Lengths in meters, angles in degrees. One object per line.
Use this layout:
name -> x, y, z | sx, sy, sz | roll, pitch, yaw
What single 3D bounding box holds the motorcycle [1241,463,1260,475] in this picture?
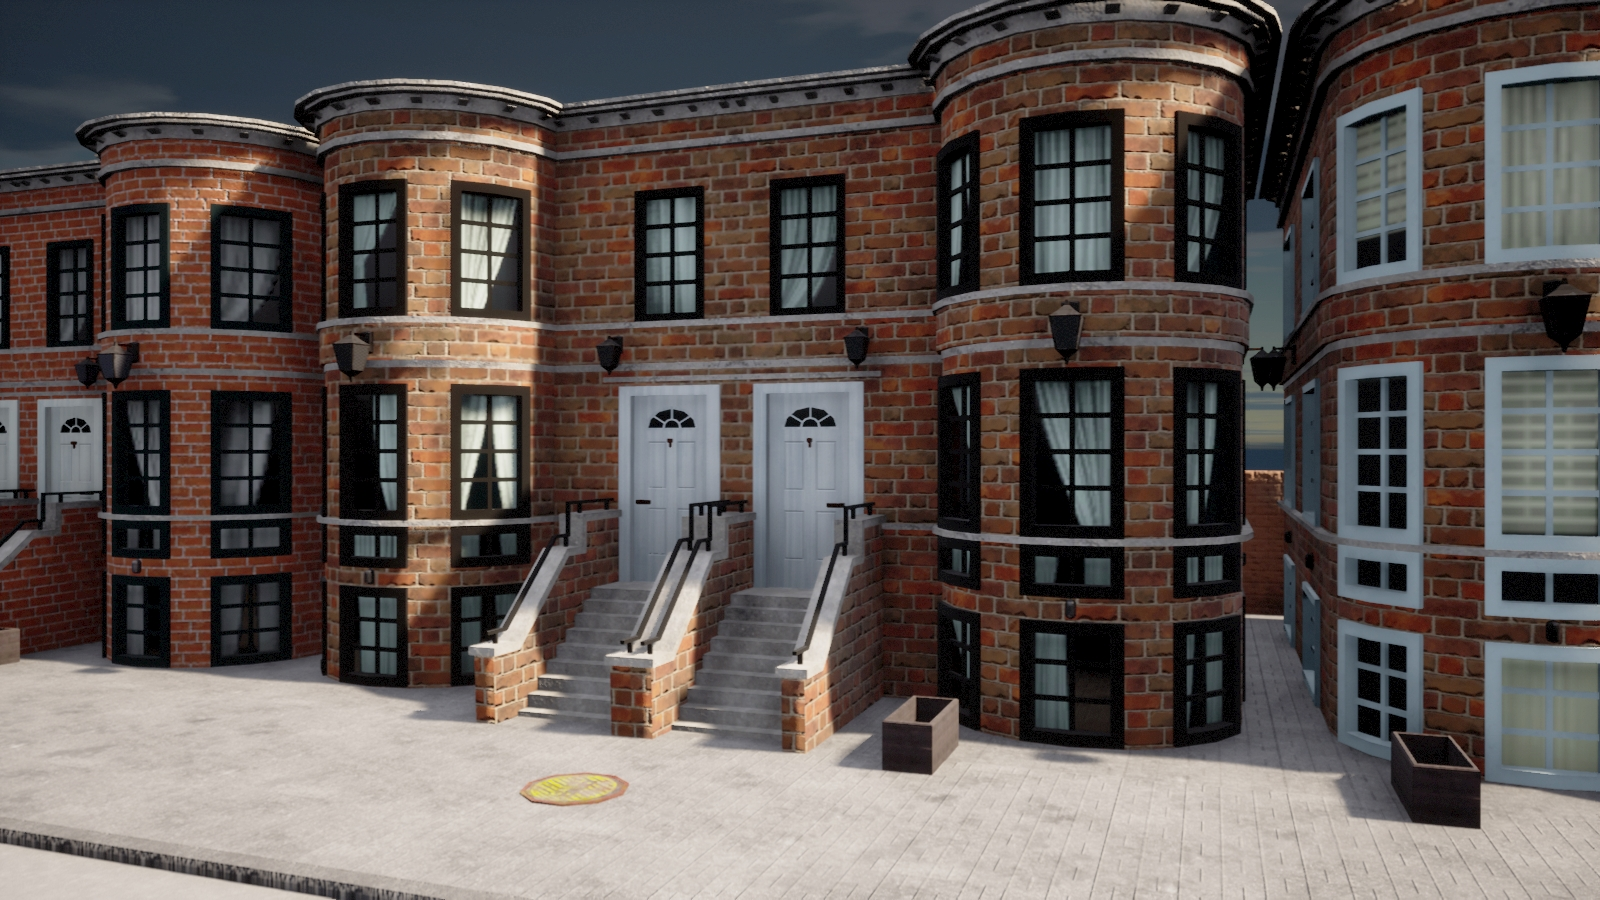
motorcycle -> 46.291, 1.963, 117.374 | 1.805, 1.236, 0.856 | 0, 0, 20
